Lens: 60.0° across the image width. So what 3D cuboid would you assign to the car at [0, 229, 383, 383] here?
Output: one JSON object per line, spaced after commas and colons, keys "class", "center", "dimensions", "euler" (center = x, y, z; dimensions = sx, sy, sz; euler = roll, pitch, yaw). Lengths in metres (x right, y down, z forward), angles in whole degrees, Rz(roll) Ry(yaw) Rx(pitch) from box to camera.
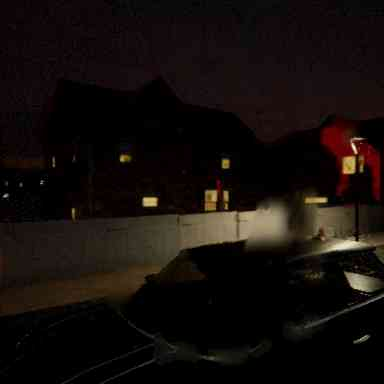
{"class": "car", "center": [0.455, 1.353, 3.394], "dimensions": [4.553, 1.767, 2.097], "euler": [0, 0, -36]}
